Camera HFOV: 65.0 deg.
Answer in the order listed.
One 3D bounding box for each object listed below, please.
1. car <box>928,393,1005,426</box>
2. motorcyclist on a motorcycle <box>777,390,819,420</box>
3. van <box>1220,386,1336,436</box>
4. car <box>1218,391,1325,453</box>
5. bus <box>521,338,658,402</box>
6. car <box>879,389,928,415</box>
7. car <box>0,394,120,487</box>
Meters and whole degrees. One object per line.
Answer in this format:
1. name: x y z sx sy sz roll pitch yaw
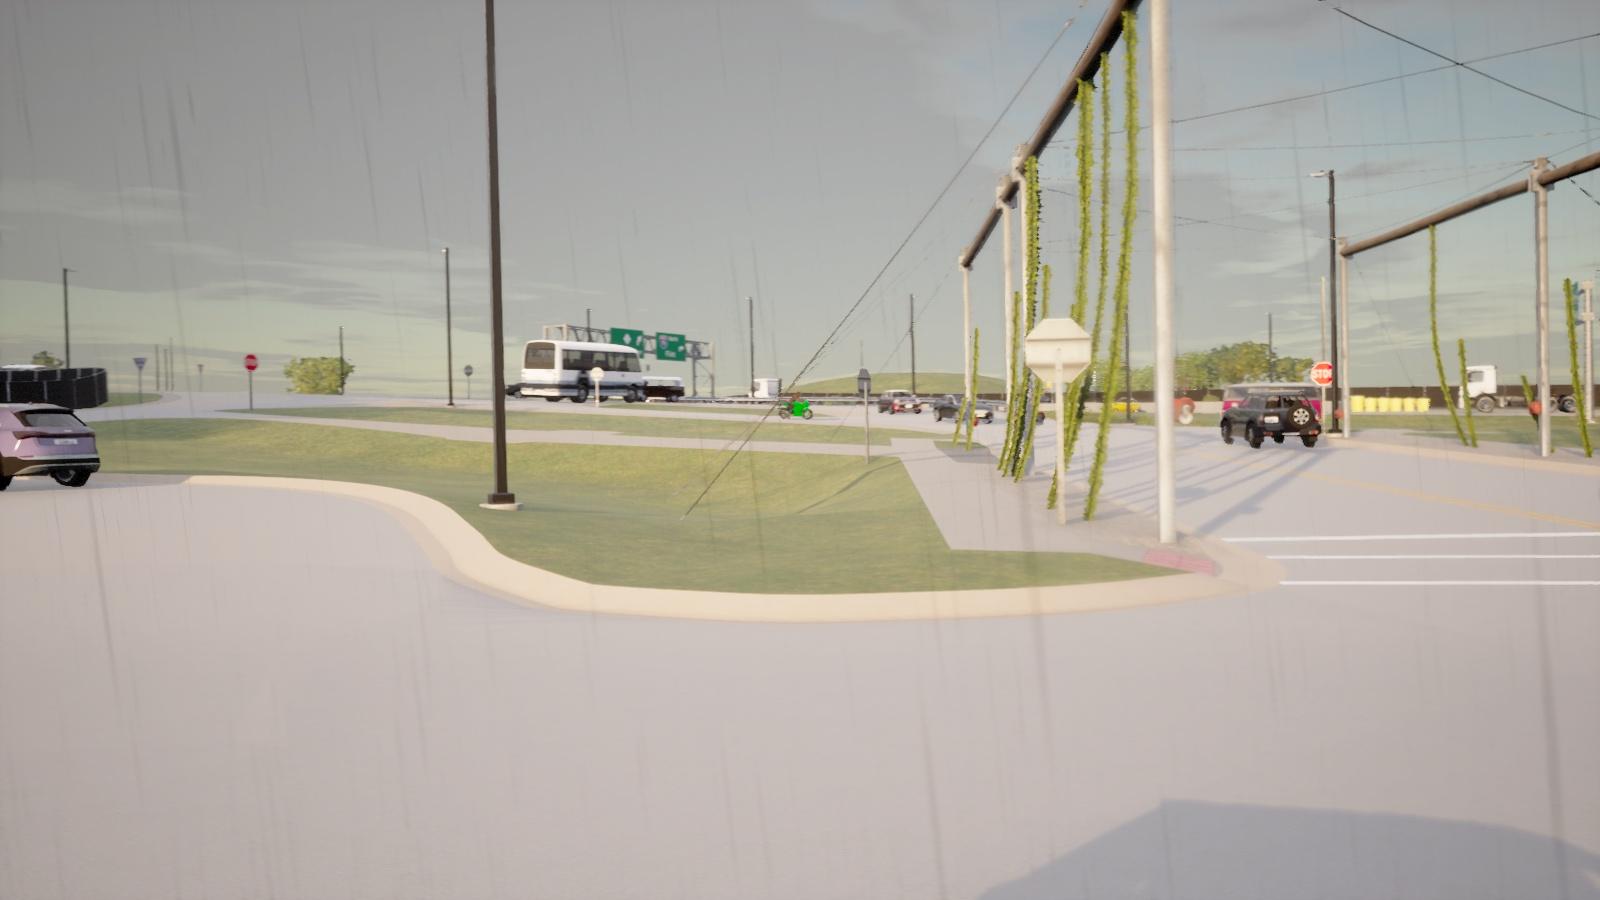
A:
1. car: 8.546 -2.129 64.963 2.128 1.511 4.902 0 4 -15
2. motorcyclist on a motorcycle: -0.103 -2.362 65.964 2.044 1.523 0.797 3 3 28
3. van: 19.433 -1.607 51.033 4.442 1.987 1.775 -1 3 -26
4. car: 15.007 -0.951 40.236 1.932 1.855 4.605 -1 3 3
5. bus: -14.845 -5.625 89.726 3.944 4.253 10.273 4 4 29
6. car: 6.333 -2.965 77.509 1.970 1.475 3.806 -1 4 -12
7. car: -15.759 -0.202 24.175 4.856 1.649 2.033 0 1 22
